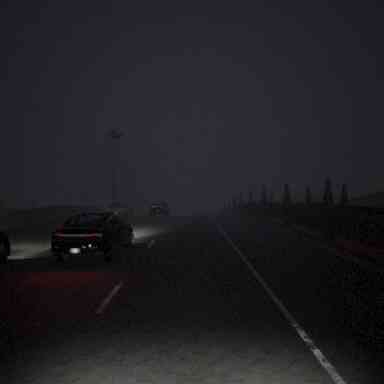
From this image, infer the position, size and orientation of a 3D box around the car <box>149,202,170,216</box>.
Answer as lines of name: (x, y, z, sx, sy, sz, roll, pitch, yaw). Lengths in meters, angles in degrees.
car: (-3.405, 1.792, 35.467, 2.128, 1.511, 4.902, 0, -3, 0)

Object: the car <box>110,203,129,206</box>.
car: (-6.904, 1.752, 32.097, 1.895, 1.301, 4.718, 0, -2, 0)

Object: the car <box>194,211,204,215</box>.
car: (1.217, 4.225, 59.782, 1.812, 1.442, 4.674, 0, -7, 0)

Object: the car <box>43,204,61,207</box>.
car: (-17.593, 2.217, 42.014, 2.128, 1.511, 4.902, 0, -5, 0)

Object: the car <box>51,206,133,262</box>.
car: (-3.401, 1.483, 12.092, 2.128, 1.511, 4.902, 0, 0, 0)

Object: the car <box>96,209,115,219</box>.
car: (-14.067, 3.601, 54.228, 1.895, 1.301, 4.718, 0, -7, 1)

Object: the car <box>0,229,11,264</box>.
car: (-6.901, 1.346, 8.890, 2.097, 1.767, 4.553, 0, 0, 0)
